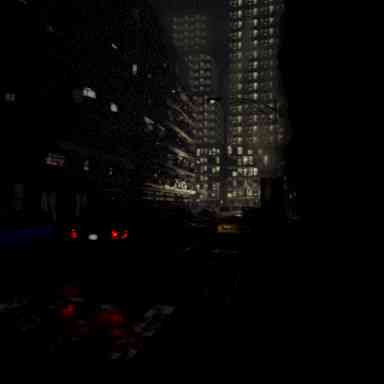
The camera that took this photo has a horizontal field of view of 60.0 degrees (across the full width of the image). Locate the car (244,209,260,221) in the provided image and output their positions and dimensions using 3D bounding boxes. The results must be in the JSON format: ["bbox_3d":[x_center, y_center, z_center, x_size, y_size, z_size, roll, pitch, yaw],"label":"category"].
[{"bbox_3d":[8.216,3.049,45.137,1.752,1.417,4.829,0,-2,14],"label":"car"}]

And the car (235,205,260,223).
[{"bbox_3d":[6.827,2.635,39.506,2.192,1.841,5.009,0,-2,14],"label":"car"}]

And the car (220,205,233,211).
[{"bbox_3d":[7.282,3.844,74.230,2.192,1.841,5.009,0,-2,14],"label":"car"}]

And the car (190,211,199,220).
[{"bbox_3d":[-0.827,2.916,41.385,1.802,1.307,4.206,0,-2,14],"label":"car"}]

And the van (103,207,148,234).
[{"bbox_3d":[-4.877,2.084,24.974,1.690,1.788,3.998,0,-2,14],"label":"van"}]

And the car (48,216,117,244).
[{"bbox_3d":[-6.231,2.128,19.494,1.802,1.307,4.206,0,-2,14],"label":"car"}]

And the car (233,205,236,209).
[{"bbox_3d":[12.497,4.567,94.615,4.902,1.511,2.128,-1,-2,43],"label":"car"}]

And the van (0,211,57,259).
[{"bbox_3d":[-7.579,1.691,14.029,1.690,1.788,3.998,0,-2,14],"label":"van"}]

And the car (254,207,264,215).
[{"bbox_3d":[13.620,3.845,67.027,1.752,1.417,4.829,0,-2,14],"label":"car"}]

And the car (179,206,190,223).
[{"bbox_3d":[-2.175,2.452,35.921,2.192,1.841,5.009,0,-2,14],"label":"car"}]

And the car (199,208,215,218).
[{"bbox_3d":[1.874,3.312,52.330,1.802,1.307,4.206,0,-2,14],"label":"car"}]

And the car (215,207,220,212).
[{"bbox_3d":[3.186,3.448,57.640,1.752,1.417,4.829,0,-2,14],"label":"car"}]

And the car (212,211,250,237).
[{"bbox_3d":[2.812,2.259,23.246,1.752,1.417,4.829,0,-2,14],"label":"car"}]

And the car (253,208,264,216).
[{"bbox_3d":[12.268,3.645,61.554,1.752,1.417,4.829,0,-2,14],"label":"car"}]

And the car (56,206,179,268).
[{"bbox_3d":[-2.413,1.568,12.799,2.150,2.045,5.566,0,-2,14],"label":"car"}]

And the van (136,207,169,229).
[{"bbox_3d":[-3.526,2.280,30.447,1.690,1.788,3.998,0,-2,14],"label":"van"}]

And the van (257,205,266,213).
[{"bbox_3d":[16.283,4.056,77.813,1.690,1.788,3.998,0,-2,14],"label":"van"}]

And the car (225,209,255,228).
[{"bbox_3d":[4.122,2.470,28.553,1.887,1.381,4.507,0,-2,14],"label":"car"}]

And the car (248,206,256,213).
[{"bbox_3d":[15.336,4.454,84.803,1.837,1.490,4.892,0,-2,10],"label":"car"}]
